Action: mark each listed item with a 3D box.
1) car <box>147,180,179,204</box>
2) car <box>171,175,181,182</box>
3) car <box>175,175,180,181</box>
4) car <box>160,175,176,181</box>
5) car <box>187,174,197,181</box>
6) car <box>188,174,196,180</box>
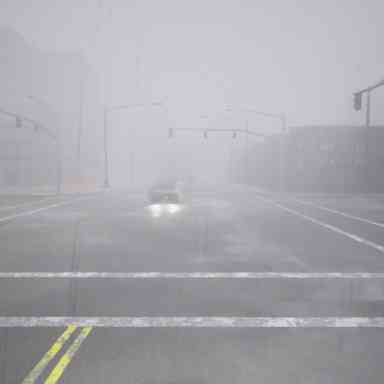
[{"bbox_3d":[-2.346,0.090,25.747,1.994,1.385,4.181,-1,4,-14],"label":"car"},{"bbox_3d":[-3.492,-2.986,71.513,1.895,1.301,4.718,0,4,0],"label":"car"},{"bbox_3d":[-3.580,-2.057,56.436,1.837,1.490,4.892,0,6,0],"label":"car"},{"bbox_3d":[-3.593,-1.191,44.637,1.994,1.385,4.181,0,4,0],"label":"car"},{"bbox_3d":[0.007,-2.993,70.931,1.994,1.385,4.181,0,4,0],"label":"car"},{"bbox_3d":[0.008,-3.722,80.758,2.033,1.411,5.357,0,4,0],"label":"car"}]
